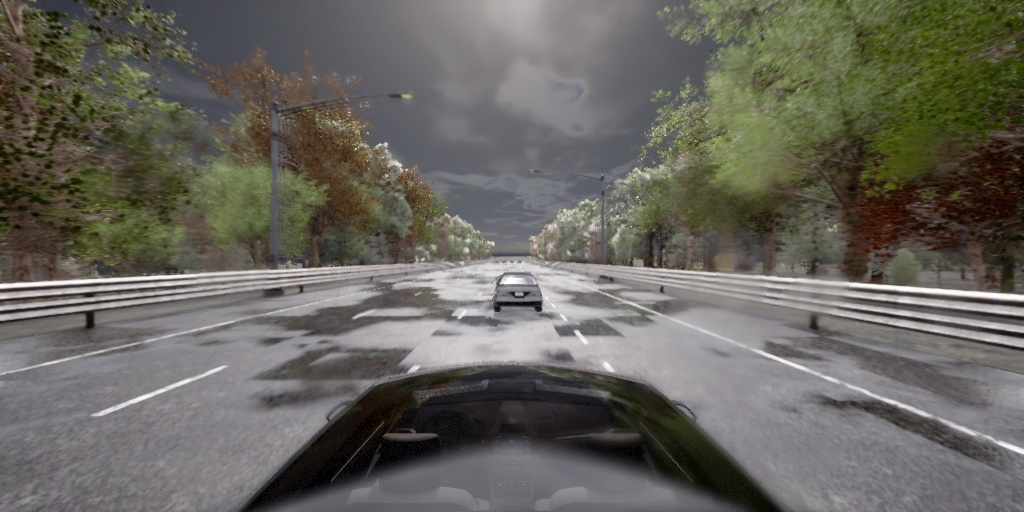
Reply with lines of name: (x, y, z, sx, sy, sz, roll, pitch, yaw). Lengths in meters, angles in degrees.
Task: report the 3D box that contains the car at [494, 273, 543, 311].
car: (0.209, 1.393, 14.950, 2.033, 1.411, 5.357, 0, 0, -1)
